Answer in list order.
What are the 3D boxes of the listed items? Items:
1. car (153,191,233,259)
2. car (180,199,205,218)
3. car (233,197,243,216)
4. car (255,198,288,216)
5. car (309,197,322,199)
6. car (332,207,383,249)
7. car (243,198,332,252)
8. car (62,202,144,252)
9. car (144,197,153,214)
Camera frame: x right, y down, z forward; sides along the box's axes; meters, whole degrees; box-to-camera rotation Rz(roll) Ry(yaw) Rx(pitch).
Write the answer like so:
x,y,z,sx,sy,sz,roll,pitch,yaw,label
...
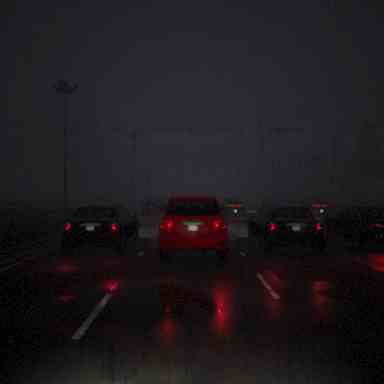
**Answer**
x,y,z,sx,sy,sz,roll,pitch,yaw,label
0.051,1.110,12.227,2.150,2.045,5.566,0,0,0,car
0.059,1.350,27.975,1.895,1.301,4.718,0,1,0,car
3.568,1.242,29.501,1.837,1.490,4.892,0,1,0,car
7.070,1.295,29.947,1.994,1.385,4.181,0,1,0,car
10.568,1.242,29.501,1.837,1.490,4.892,0,1,0,car
7.062,1.365,13.906,2.128,1.511,4.902,0,0,0,car
3.559,1.231,13.411,2.097,1.767,4.553,0,1,0,car
-3.440,1.231,13.409,2.097,1.767,4.553,0,1,0,car
-3.425,1.200,30.956,1.882,1.535,5.008,0,0,0,car
